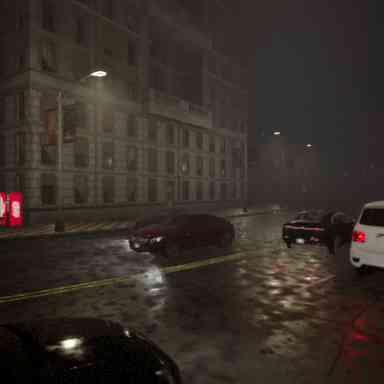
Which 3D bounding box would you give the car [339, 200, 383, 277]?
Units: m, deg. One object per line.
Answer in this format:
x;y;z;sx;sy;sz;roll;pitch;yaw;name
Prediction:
6.328;1.221;9.309;2.150;2.045;5.566;0;1;44;car

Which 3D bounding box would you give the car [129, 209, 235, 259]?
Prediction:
-0.195;1.517;12.765;1.812;1.442;4.674;0;0;45;car

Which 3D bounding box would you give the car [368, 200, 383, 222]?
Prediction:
15.573;1.466;26.634;1.882;1.535;5.008;0;0;37;car

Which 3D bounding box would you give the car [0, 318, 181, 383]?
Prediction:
-2.311;1.502;1.908;4.892;1.490;1.837;0;0;-33;car

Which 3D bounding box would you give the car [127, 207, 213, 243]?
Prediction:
-0.995;1.552;16.945;1.994;1.385;4.181;0;0;42;car

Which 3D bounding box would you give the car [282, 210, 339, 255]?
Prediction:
5.379;1.485;13.482;2.128;1.511;4.902;0;0;41;car
